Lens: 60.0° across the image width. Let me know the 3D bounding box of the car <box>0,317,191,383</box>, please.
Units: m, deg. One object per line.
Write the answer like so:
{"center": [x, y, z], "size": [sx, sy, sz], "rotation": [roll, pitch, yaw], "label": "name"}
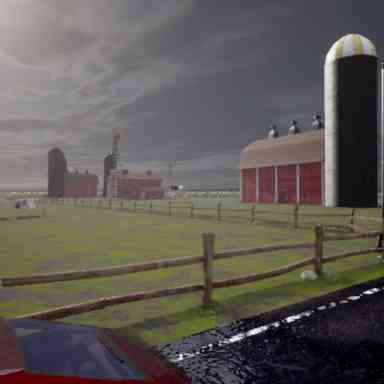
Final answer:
{"center": [-1.901, 1.564, 1.708], "size": [4.181, 1.385, 1.994], "rotation": [0, 0, -35], "label": "car"}
